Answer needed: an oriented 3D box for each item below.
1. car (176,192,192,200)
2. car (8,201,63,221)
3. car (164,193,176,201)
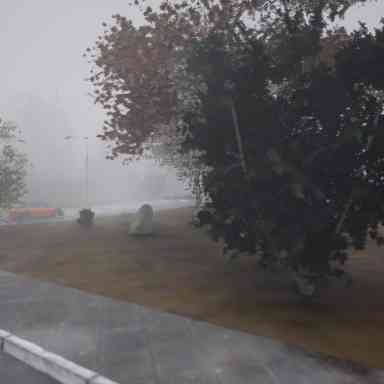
[{"bbox_3d":[0.103,0.694,59.999,2.033,1.411,5.357,-1,2,39],"label":"car"},{"bbox_3d":[-14.340,1.656,30.846,2.097,1.767,4.553,-1,0,39],"label":"car"},{"bbox_3d":[-3.255,0.810,61.423,1.994,1.385,4.181,-1,2,39],"label":"car"}]
